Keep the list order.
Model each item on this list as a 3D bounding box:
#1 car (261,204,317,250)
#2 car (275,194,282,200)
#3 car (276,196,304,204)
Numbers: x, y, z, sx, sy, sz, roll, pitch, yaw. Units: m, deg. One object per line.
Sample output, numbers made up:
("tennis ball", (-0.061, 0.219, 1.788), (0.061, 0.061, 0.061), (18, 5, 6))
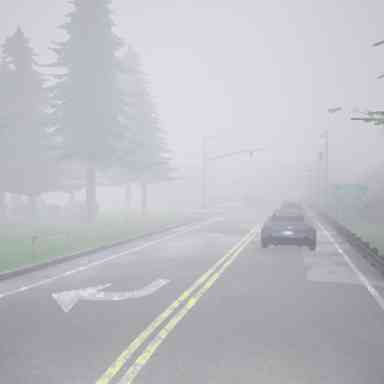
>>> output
("car", (3.884, 1.378, 13.354), (1.994, 1.385, 4.181), (0, 0, 17))
("car", (23.654, 1.312, 90.238), (1.837, 1.490, 4.892), (0, 0, 17))
("car", (8.256, 1.324, 27.703), (1.837, 1.490, 4.892), (0, 0, 17))
